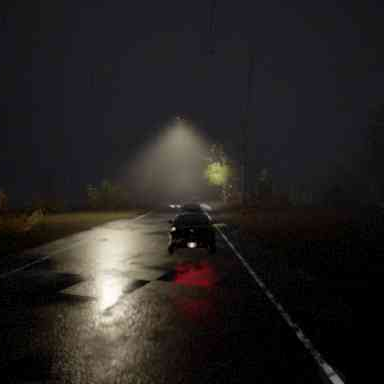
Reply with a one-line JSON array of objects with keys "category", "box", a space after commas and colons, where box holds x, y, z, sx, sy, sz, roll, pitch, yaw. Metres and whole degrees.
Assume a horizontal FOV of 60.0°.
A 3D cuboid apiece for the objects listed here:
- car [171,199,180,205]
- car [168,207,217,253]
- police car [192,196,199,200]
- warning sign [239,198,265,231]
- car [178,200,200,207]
[{"category": "car", "box": [-3.496, 2.194, 71.825, 1.994, 1.385, 4.181, 0, 0, 0]}, {"category": "car", "box": [0.005, 1.642, 14.278, 1.837, 1.490, 4.892, 0, 0, 0]}, {"category": "police car", "box": [1.055, 2.268, 95.728, 1.930, 1.638, 5.238, 0, 0, 0]}, {"category": "warning sign", "box": [3.538, 1.299, 19.631, 1.300, 1.860, 1.060, -1, -1, 0]}, {"category": "car", "box": [0.009, 1.751, 29.466, 1.882, 1.535, 5.008, 0, 0, 0]}]
